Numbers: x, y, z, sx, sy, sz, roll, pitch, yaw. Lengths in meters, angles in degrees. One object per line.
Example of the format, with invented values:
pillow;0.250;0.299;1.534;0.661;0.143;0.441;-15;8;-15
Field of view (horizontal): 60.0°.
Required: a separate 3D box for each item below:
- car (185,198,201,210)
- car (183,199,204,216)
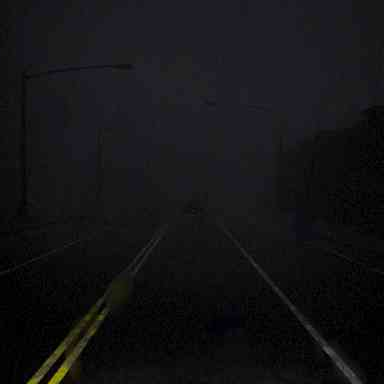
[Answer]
car;0.158;1.564;43.142;1.994;1.385;4.181;0;0;0
car;0.151;1.491;32.652;2.128;1.511;4.902;0;0;0
